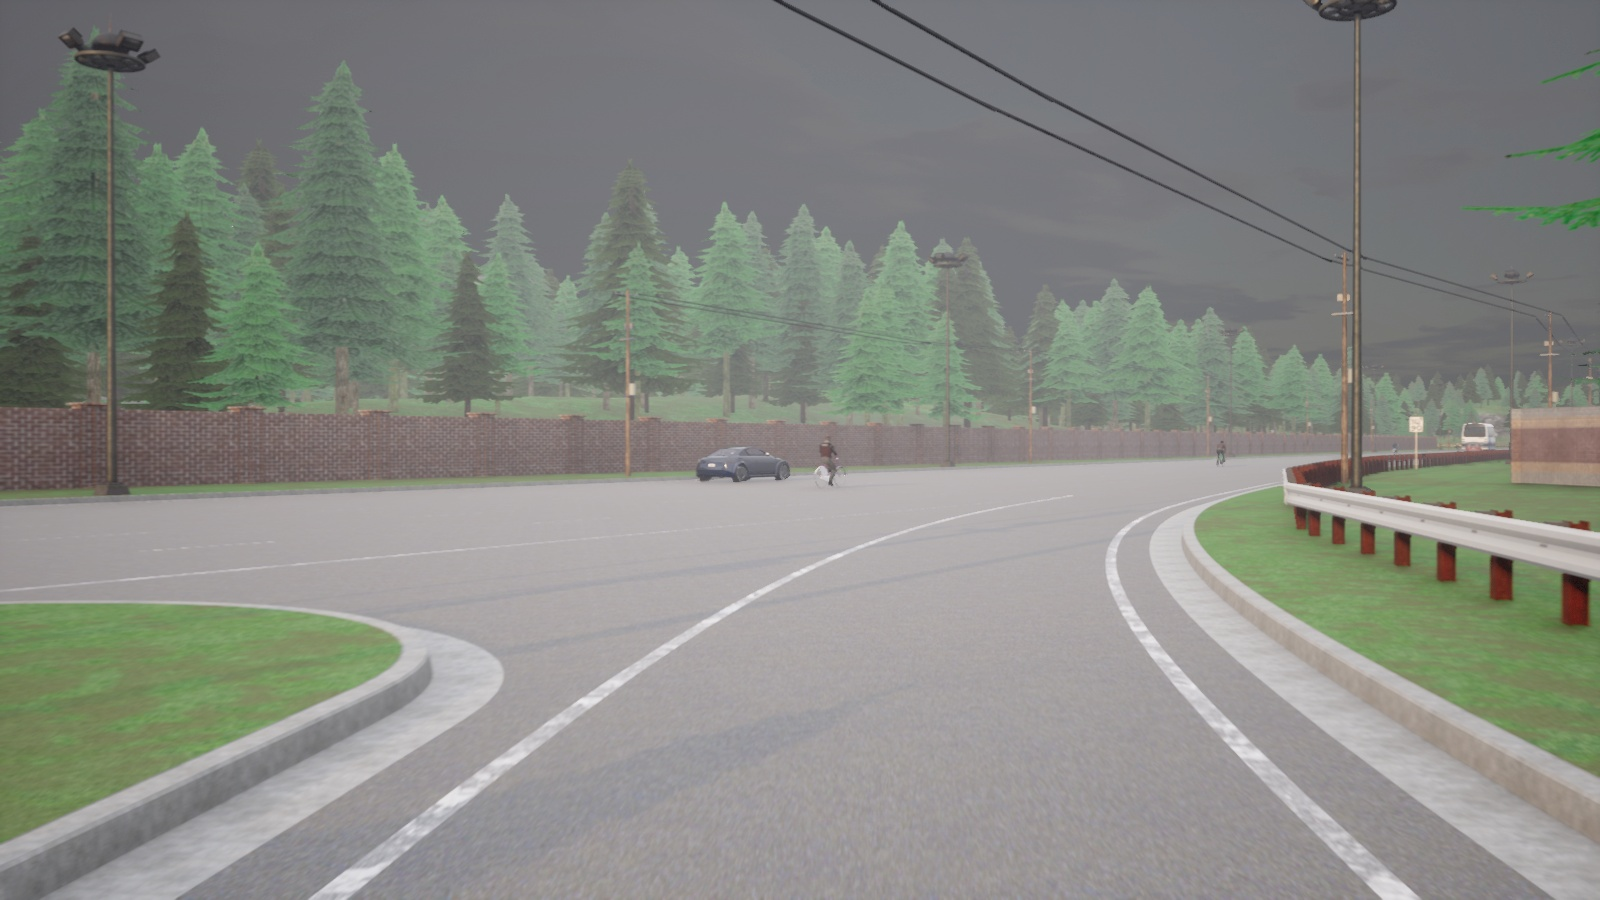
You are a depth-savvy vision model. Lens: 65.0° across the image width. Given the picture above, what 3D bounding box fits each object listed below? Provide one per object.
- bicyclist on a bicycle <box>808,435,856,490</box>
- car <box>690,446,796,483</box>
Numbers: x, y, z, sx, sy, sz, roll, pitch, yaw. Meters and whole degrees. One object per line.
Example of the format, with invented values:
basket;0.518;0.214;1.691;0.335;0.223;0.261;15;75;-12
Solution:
bicyclist on a bicycle;1.049;0.386;41.177;0.659;1.776;1.843;0;1;35
car;-2.155;0.533;48.848;1.994;1.385;4.181;0;0;35
